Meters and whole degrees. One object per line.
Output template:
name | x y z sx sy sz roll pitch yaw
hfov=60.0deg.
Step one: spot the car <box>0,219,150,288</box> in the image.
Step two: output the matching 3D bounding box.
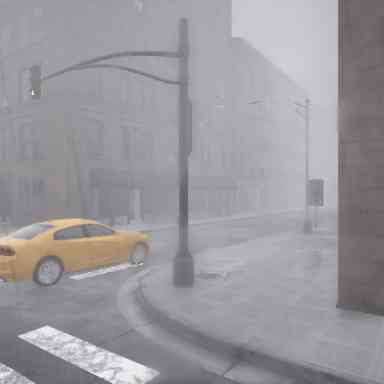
car | -3.333 1.523 9.655 1.882 1.535 5.008 0 0 35
